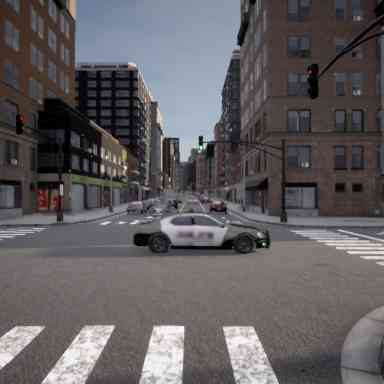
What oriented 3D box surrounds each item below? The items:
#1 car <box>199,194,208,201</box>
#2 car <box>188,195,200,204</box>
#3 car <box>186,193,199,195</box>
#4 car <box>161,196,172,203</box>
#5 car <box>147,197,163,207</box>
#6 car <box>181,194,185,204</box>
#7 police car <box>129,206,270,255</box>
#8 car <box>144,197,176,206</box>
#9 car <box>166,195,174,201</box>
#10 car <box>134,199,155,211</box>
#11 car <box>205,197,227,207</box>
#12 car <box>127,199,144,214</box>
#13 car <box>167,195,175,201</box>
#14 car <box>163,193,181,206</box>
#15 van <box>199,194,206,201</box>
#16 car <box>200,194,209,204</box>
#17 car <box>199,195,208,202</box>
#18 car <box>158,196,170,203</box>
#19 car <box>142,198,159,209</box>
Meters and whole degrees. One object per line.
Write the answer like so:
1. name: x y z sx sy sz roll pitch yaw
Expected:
1. car: 2.852 1.363 85.862 2.192 1.841 5.009 1 0 0
2. car: 0.118 1.642 62.386 1.895 1.301 4.718 0 0 0
3. car: 0.141 1.430 72.362 1.994 1.385 4.181 0 0 0
4. car: -5.713 1.611 74.711 1.947 1.339 4.313 1 0 0
5. car: -5.772 1.586 52.367 2.008 1.369 4.403 1 0 0
6. car: -2.901 1.590 64.054 2.033 1.411 5.357 0 0 1
7. police car: 0.357 1.479 12.653 4.974 1.542 2.038 0 0 0
8. car: -3.043 1.510 32.395 2.128 1.511 4.902 0 0 0
9. car: -5.684 1.573 85.712 1.752 1.417 4.829 1 0 0
10. car: -5.801 1.592 41.195 1.947 1.339 4.313 1 0 0
11. car: 2.730 1.566 35.591 1.887 1.381 4.507 1 0 0
12. car: -5.815 1.603 35.610 1.802 1.307 4.206 1 0 0
13. car: -5.670 1.631 91.468 1.802 1.307 4.206 1 0 0
14. car: -3.010 1.252 45.166 2.150 2.045 5.566 0 0 0
15. van: 2.865 1.390 91.448 1.690 1.788 3.998 1 0 0
16. car: 2.796 1.624 63.519 1.802 1.307 4.206 1 0 0
17. car: 2.837 1.487 80.276 1.967 1.590 4.097 1 0 0
18. car: -5.728 1.595 69.125 2.008 1.369 4.403 1 0 0
19. car: -5.786 1.556 46.612 1.752 1.417 4.829 1 0 0
